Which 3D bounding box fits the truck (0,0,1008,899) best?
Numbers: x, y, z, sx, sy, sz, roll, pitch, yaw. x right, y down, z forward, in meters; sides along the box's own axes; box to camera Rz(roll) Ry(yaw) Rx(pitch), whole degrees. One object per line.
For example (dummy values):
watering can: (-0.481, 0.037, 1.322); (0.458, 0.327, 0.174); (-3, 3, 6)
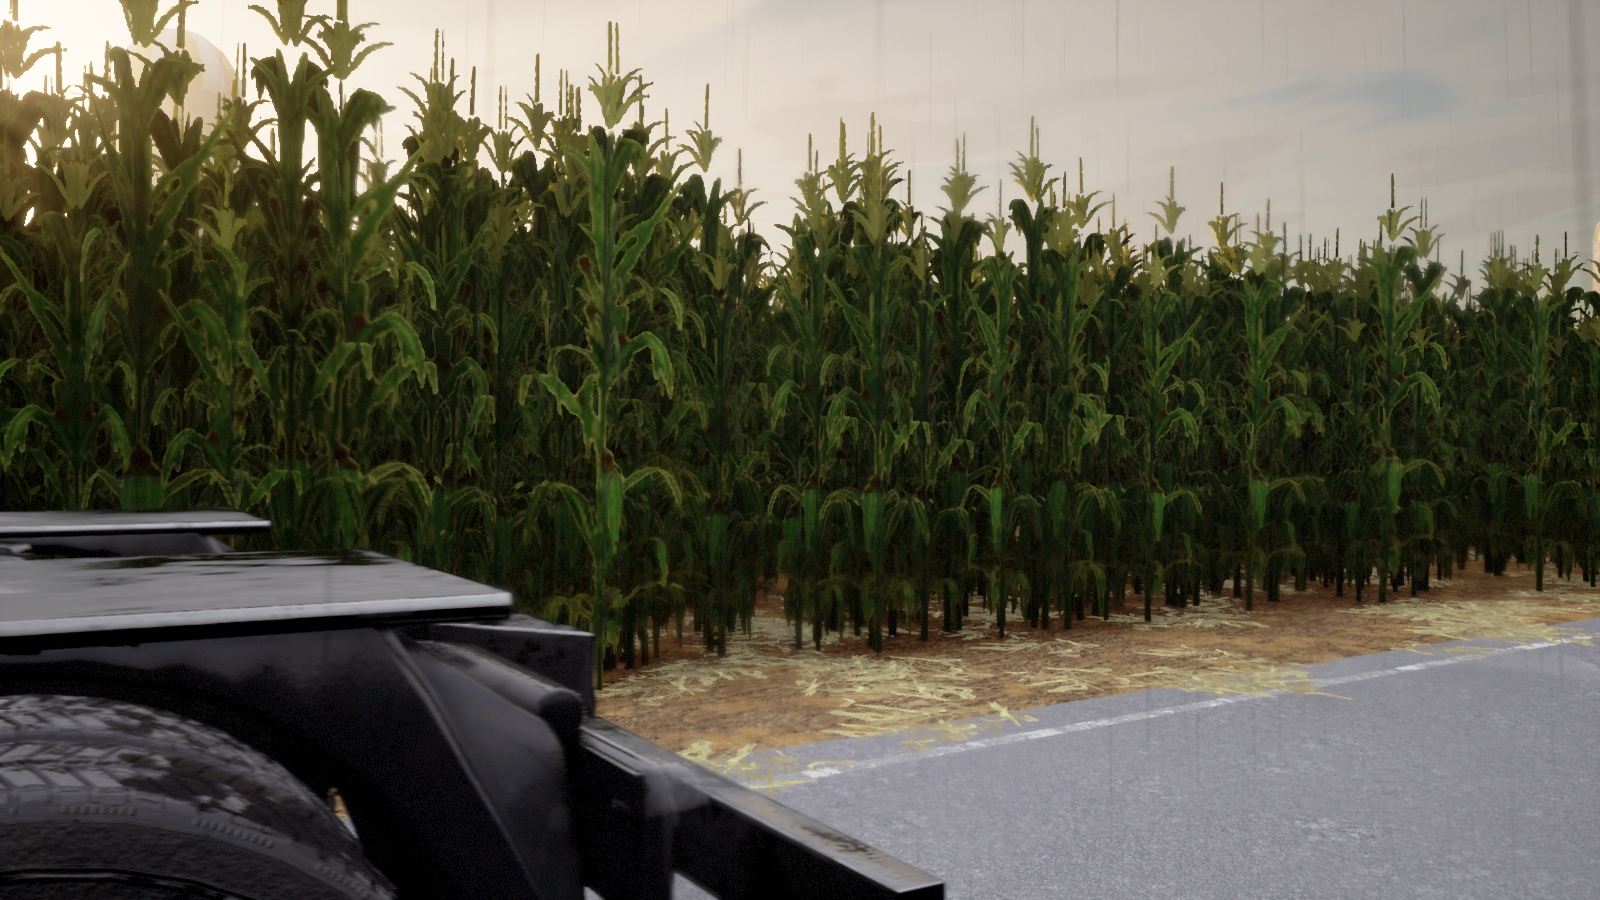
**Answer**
truck: (-3.845, -0.226, 1.003); (7.936, 3.462, 2.891); (0, 0, -31)
